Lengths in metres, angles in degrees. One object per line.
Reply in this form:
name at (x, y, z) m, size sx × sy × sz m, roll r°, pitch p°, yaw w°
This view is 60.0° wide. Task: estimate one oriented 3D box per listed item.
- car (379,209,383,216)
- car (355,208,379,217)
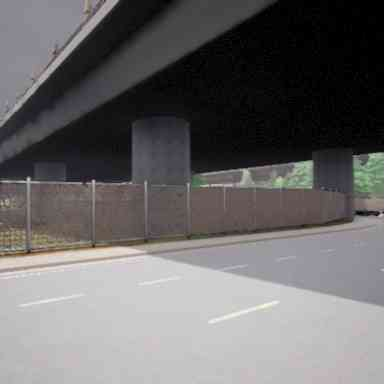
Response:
car at (27.772, 2.604, 44.695) m, size 1.882 × 1.535 × 5.008 m, roll 0°, pitch -2°, yaw 1°
car at (24.336, 2.840, 46.697) m, size 1.895 × 1.301 × 4.718 m, roll -1°, pitch -2°, yaw -2°
